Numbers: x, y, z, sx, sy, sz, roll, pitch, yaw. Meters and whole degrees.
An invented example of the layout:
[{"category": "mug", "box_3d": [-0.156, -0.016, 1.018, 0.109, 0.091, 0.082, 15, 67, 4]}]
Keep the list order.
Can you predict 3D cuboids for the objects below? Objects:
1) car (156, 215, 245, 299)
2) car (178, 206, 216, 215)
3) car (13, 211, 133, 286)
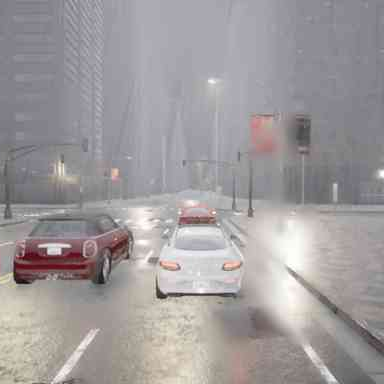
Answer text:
[{"category": "car", "box_3d": [0.183, 1.524, 8.309, 1.812, 1.442, 4.674, 0, 0, 0]}, {"category": "car", "box_3d": [0.263, 1.470, 17.638, 1.882, 1.535, 5.008, 0, 0, 0]}, {"category": "car", "box_3d": [-3.070, 1.349, 9.583, 2.097, 1.767, 4.553, 0, 0, 1]}]
